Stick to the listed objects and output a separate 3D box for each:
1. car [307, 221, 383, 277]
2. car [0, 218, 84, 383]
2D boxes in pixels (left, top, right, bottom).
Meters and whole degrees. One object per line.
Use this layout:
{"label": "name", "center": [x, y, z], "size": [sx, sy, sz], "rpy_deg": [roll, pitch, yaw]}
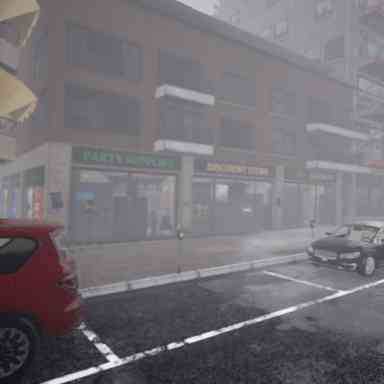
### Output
{"label": "car", "center": [5.427, 1.627, 10.413], "size": [4.403, 1.369, 2.008], "rpy_deg": [1, 1, -35]}
{"label": "car", "center": [-3.824, 1.308, 3.809], "size": [5.009, 1.841, 2.192], "rpy_deg": [1, 1, -35]}
